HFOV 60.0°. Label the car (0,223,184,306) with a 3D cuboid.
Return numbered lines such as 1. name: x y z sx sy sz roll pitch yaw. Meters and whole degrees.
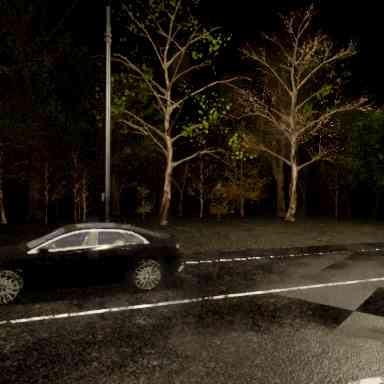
1. car: -2.616 1.507 7.829 4.902 1.511 2.128 0 0 -19
